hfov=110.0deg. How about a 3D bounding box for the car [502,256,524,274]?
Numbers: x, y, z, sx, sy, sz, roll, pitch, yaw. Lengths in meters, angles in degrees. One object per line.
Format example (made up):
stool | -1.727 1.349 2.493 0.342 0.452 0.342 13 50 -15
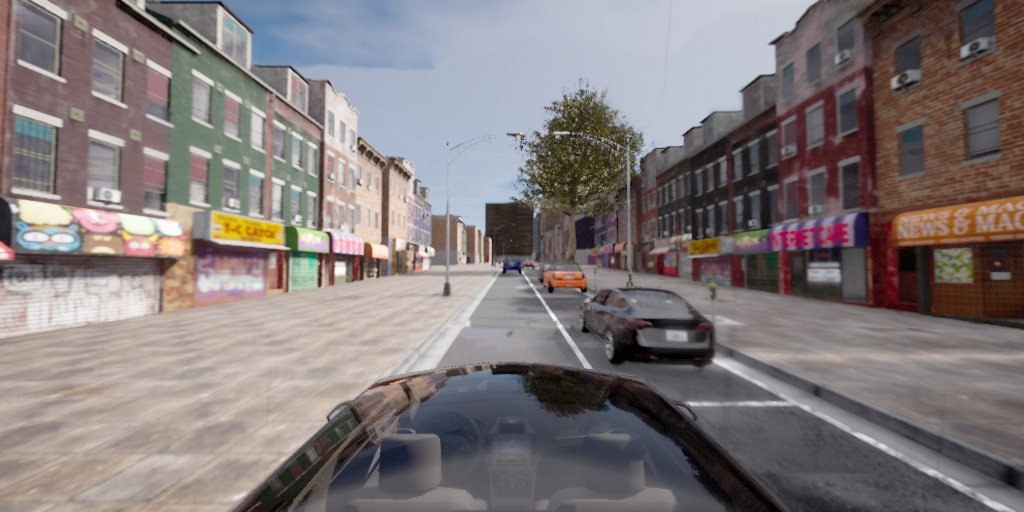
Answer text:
car | 0.034 1.017 42.761 2.150 2.045 5.566 0 0 0

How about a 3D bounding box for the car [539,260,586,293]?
car | 2.981 1.119 21.039 2.097 1.767 4.553 0 0 0

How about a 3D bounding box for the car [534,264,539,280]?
car | 3.005 1.249 28.073 1.882 1.535 5.008 0 0 0

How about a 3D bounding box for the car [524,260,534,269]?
car | 2.619 1.284 57.846 1.967 1.591 4.097 0 0 0

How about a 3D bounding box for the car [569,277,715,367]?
car | 2.638 1.325 7.863 1.948 1.339 4.313 0 0 0
